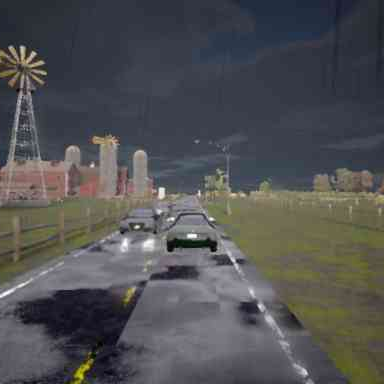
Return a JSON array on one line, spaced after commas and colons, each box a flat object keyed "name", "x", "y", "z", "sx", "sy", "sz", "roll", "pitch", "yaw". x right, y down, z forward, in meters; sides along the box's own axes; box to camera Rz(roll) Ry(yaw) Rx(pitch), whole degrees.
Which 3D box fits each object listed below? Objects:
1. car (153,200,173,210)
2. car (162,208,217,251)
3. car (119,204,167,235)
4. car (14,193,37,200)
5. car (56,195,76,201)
[{"name": "car", "x": -2.778, "y": 1.543, "z": 30.574, "sx": 2.128, "sy": 1.511, "sz": 4.902, "roll": 0, "pitch": 0, "yaw": 0}, {"name": "car", "x": -0.003, "y": 1.588, "z": 14.228, "sx": 1.994, "sy": 1.385, "sz": 4.181, "roll": 0, "pitch": 0, "yaw": 0}, {"name": "car", "x": -2.780, "y": 1.594, "z": 18.884, "sx": 1.994, "sy": 1.385, "sz": 4.181, "roll": 0, "pitch": 0, "yaw": 1}, {"name": "car", "x": -37.965, "y": 1.020, "z": 75.931, "sx": 4.553, "sy": 1.767, "sz": 2.097, "roll": 1, "pitch": -1, "yaw": 0}, {"name": "car", "x": -28.701, "y": 1.344, "z": 75.903, "sx": 4.181, "sy": 1.385, "sz": 1.994, "roll": 1, "pitch": -1, "yaw": 0}]
